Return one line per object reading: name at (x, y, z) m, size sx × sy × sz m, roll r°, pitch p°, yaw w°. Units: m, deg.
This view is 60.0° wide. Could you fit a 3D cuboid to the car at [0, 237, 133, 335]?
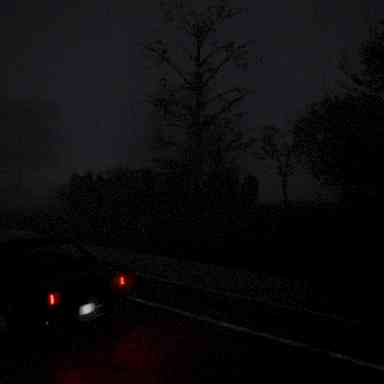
car at (-3.438, 1.603, 6.768) m, size 4.718 × 1.301 × 1.895 m, roll 0°, pitch 0°, yaw 38°
